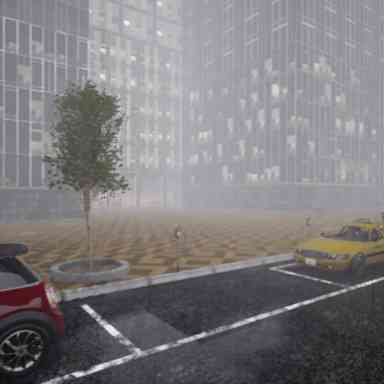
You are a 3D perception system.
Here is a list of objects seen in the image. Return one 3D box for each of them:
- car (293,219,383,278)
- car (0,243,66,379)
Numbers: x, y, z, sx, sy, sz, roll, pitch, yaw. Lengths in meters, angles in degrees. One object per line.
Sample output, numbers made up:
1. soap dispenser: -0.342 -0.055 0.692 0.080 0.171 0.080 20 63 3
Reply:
1. car: 5.096 1.525 10.197 4.829 1.417 1.752 0 0 -36
2. car: -3.774 1.440 3.869 4.097 1.590 1.967 0 0 -36
